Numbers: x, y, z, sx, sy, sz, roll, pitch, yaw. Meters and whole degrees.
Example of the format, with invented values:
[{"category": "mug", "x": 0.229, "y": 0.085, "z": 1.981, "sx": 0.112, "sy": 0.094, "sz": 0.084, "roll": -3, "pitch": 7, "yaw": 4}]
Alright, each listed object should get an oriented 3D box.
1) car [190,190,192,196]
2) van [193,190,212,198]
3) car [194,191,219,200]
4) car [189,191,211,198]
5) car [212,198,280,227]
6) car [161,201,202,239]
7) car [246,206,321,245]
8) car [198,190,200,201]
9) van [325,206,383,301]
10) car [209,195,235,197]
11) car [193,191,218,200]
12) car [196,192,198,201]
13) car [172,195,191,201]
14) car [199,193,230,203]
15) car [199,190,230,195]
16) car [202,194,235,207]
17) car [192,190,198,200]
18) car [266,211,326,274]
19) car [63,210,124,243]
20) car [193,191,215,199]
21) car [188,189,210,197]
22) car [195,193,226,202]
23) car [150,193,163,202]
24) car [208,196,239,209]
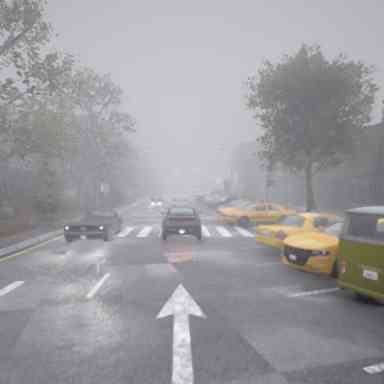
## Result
[{"category": "car", "x": 3.121, "y": 0.646, "z": 60.763, "sx": 5.566, "sy": 2.045, "sz": 2.435, "roll": 1, "pitch": 1, "yaw": -22}, {"category": "van", "x": 2.547, "y": 0.472, "z": 81.836, "sx": 4.442, "sy": 1.987, "sz": 1.878, "roll": 1, "pitch": 0, "yaw": -22}, {"category": "car", "x": 2.915, "y": 0.711, "z": 66.774, "sx": 4.553, "sy": 1.767, "sz": 2.185, "roll": 1, "pitch": 0, "yaw": -22}, {"category": "car", "x": 2.049, "y": 0.637, "z": 87.723, "sx": 5.366, "sy": 1.575, "sz": 1.946, "roll": 1, "pitch": 1, "yaw": -22}, {"category": "car", "x": 4.318, "y": 1.363, "z": 21.715, "sx": 5.366, "sy": 1.575, "sz": 1.946, "roll": 1, "pitch": 1, "yaw": -22}, {"category": "car", "x": -0.538, "y": 1.452, "z": 17.048, "sx": 1.837, "sy": 1.490, "sz": 4.892, "roll": 0, "pitch": 1, "yaw": -2}, {"category": "car", "x": 5.016, "y": 1.474, "z": 12.850, "sx": 5.366, "sy": 1.575, "sz": 1.946, "roll": 1, "pitch": 0, "yaw": -22}, {"category": "car", "x": 3.668, "y": 0.939, "z": 45.784, "sx": 4.553, "sy": 1.767, "sz": 2.185, "roll": 1, "pitch": 1, "yaw": -22}, {"category": "van", "x": 5.221, "y": 1.257, "z": 6.838, "sx": 4.442, "sy": 1.987, "sz": 1.878, "roll": 1, "pitch": 0, "yaw": -23}, {"category": "car", "x": 4.272, "y": 1.291, "z": 27.783, "sx": 4.892, "sy": 1.521, "sz": 2.231, "roll": 0, "pitch": 1, "yaw": -22}, {"category": "car", "x": 2.816, "y": 0.682, "z": 69.774, "sx": 4.553, "sy": 1.767, "sz": 2.185, "roll": 1, "pitch": 0, "yaw": -22}, {"category": "car", "x": 3.532, "y": 1.069, "z": 48.779, "sx": 4.674, "sy": 1.452, "sz": 2.002, "roll": 1, "pitch": 0, "yaw": -22}, {"category": "car", "x": -1.307, "y": 1.278, "z": 37.904, "sx": 1.895, "sy": 1.301, "sz": 4.718, "roll": 0, "pitch": 1, "yaw": -2}, {"category": "car", "x": 3.811, "y": 1.166, "z": 39.766, "sx": 4.792, "sy": 1.488, "sz": 2.163, "roll": 0, "pitch": 1, "yaw": -22}, {"category": "car", "x": 3.768, "y": 0.975, "z": 42.784, "sx": 4.553, "sy": 1.767, "sz": 2.185, "roll": 1, "pitch": 1, "yaw": -22}, {"category": "car", "x": 3.944, "y": 1.215, "z": 36.778, "sx": 4.674, "sy": 1.452, "sz": 2.002, "roll": 0, "pitch": 1, "yaw": -22}, {"category": "car", "x": 3.428, "y": 0.744, "z": 51.752, "sx": 5.566, "sy": 2.045, "sz": 2.435, "roll": 1, "pitch": 1, "yaw": -22}, {"category": "car", "x": 4.984, "y": 1.482, "z": 9.778, "sx": 5.008, "sy": 1.535, "sz": 2.097, "roll": 1, "pitch": 0, "yaw": -22}, {"category": "car", "x": -4.599, "y": 1.561, "z": 16.121, "sx": 1.895, "sy": 1.301, "sz": 4.718, "roll": 0, "pitch": 1, "yaw": -2}, {"category": "car", "x": 2.679, "y": 0.626, "z": 75.790, "sx": 4.553, "sy": 1.767, "sz": 2.185, "roll": 1, "pitch": 1, "yaw": -22}, {"category": "car", "x": 2.021, "y": 0.336, "z": 93.816, "sx": 5.566, "sy": 2.045, "sz": 2.435, "roll": 1, "pitch": 0, "yaw": -22}, {"category": "car", "x": 3.213, "y": 0.959, "z": 57.766, "sx": 4.792, "sy": 1.488, "sz": 2.163, "roll": 1, "pitch": 1, "yaw": -22}, {"category": "car", "x": -6.102, "y": 0.945, "z": 57.410, "sx": 2.128, "sy": 1.511, "sz": 4.902, "roll": 0, "pitch": 1, "yaw": -2}, {"category": "car", "x": 4.204, "y": 1.325, "z": 24.714, "sx": 5.366, "sy": 1.575, "sz": 1.946, "roll": 0, "pitch": 1, "yaw": -22}]
